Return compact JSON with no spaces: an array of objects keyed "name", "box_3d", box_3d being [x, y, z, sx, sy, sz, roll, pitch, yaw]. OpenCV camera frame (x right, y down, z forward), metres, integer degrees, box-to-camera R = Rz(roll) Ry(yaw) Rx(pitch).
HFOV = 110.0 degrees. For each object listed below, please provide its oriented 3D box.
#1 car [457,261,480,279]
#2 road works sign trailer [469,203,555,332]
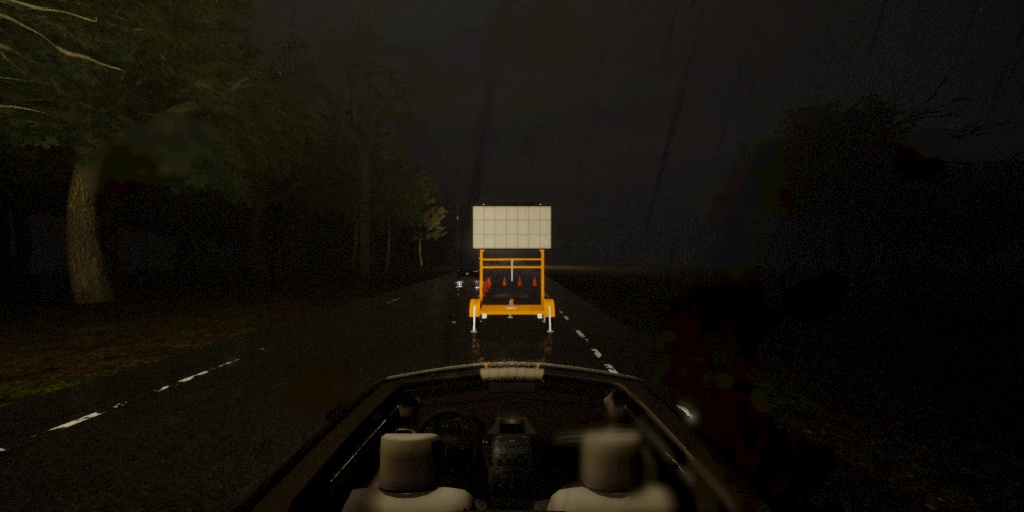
[{"name":"car","box_3d":[-3.593,1.183,31.132,1.837,1.490,4.892,0,0,0]},{"name":"road works sign trailer","box_3d":[0.002,0.210,10.804,2.380,3.560,2.880,0,0,0]}]
